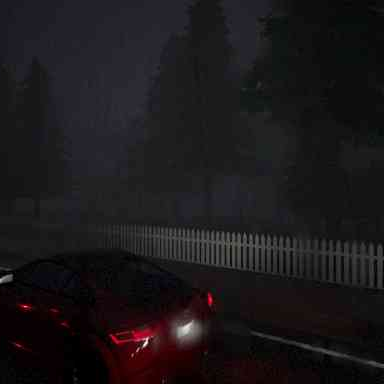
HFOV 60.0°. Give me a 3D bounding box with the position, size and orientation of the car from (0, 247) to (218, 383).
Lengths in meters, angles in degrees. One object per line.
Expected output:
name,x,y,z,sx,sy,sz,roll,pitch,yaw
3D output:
car,-1.709,1.564,4.996,4.181,1.385,1.994,0,0,35
